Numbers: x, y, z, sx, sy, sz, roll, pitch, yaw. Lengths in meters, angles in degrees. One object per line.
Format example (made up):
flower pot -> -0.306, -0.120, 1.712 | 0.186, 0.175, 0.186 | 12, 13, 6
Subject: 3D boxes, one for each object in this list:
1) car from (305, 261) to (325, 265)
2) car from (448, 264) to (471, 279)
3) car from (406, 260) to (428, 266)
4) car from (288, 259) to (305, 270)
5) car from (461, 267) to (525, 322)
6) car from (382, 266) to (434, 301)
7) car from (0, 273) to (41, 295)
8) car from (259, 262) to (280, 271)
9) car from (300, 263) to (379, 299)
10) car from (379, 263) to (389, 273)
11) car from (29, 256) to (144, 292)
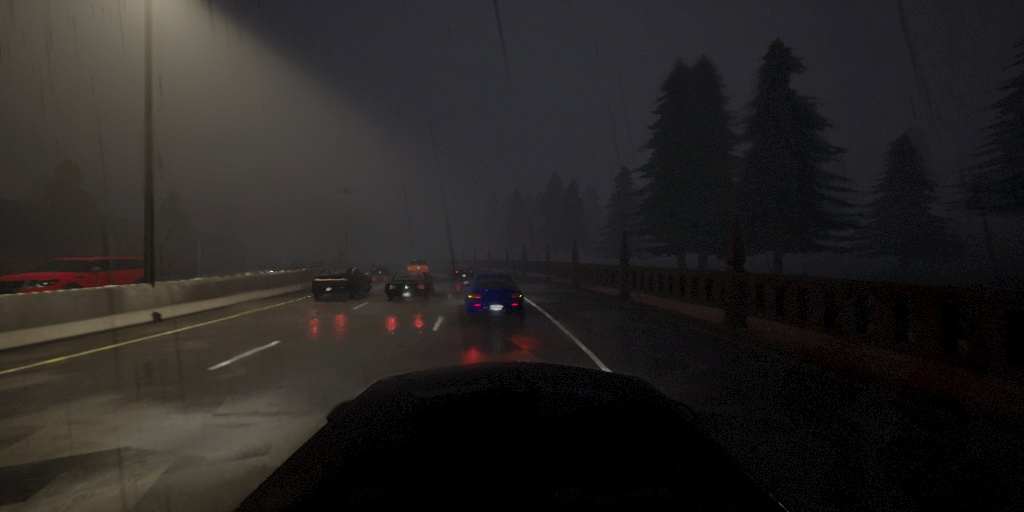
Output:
car -> -26.045, 1.390, 48.238 | 2.033, 1.411, 5.357 | 0, 0, -23
car -> -4.653, 1.365, 32.336 | 1.895, 1.301, 4.718 | 0, 0, -16
car -> -9.376, 1.133, 35.459 | 2.097, 1.767, 4.553 | 0, 0, -18
car -> -32.632, 1.219, 54.624 | 2.097, 1.767, 4.553 | 0, 0, -23
car -> -0.681, 1.277, 12.331 | 1.812, 1.442, 4.674 | 0, 0, -6
car -> -4.845, 1.367, 17.579 | 1.895, 1.301, 4.718 | 0, 0, -9
car -> -14.482, 1.309, 7.920 | 1.837, 1.490, 4.892 | 0, 0, -5
car -> -35.616, 1.479, 52.732 | 1.895, 1.301, 4.718 | 0, 0, -23
car -> -8.556, 1.272, 18.360 | 2.128, 1.511, 4.902 | 0, 0, -9
car -> -14.649, 1.402, 39.717 | 1.895, 1.301, 4.718 | 0, 0, -22
car -> -18.905, 1.041, 15.816 | 2.150, 2.045, 5.566 | 0, 0, -10
